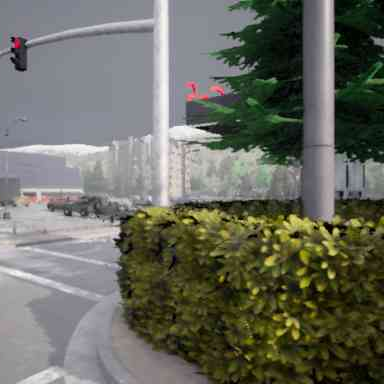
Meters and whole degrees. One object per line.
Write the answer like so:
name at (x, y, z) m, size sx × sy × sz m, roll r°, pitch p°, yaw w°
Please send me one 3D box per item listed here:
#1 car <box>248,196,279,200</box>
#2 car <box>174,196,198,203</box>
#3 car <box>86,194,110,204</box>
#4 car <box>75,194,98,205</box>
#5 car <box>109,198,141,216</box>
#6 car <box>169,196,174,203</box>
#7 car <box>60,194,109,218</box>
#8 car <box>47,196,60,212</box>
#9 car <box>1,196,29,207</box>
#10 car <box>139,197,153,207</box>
car at (12.511, 1.487, 60.369) m, size 5.027 × 1.636 × 2.152 m, roll 0°, pitch 0°, yaw 35°
car at (-0.614, 1.509, 55.177) m, size 3.633 × 1.501 × 1.845 m, roll 0°, pitch 0°, yaw 35°
car at (-17.815, 1.328, 63.004) m, size 4.605 × 1.855 × 1.932 m, roll 0°, pitch 0°, yaw 35°
car at (-19.166, 1.311, 60.398) m, size 3.866 × 1.878 × 1.905 m, roll 0°, pitch 0°, yaw 35°
car at (-7.332, 1.569, 32.443) m, size 3.806 × 1.475 × 1.970 m, roll 0°, pitch 0°, yaw 35°
car at (-2.603, 1.576, 71.323) m, size 3.806 × 1.475 × 1.970 m, roll 0°, pitch 0°, yaw 35°
car at (-9.760, 1.291, 30.090) m, size 3.866 × 1.878 × 1.905 m, roll 0°, pitch 0°, yaw 35°
car at (-14.259, 1.322, 37.334) m, size 4.605 × 1.855 × 1.932 m, roll 0°, pitch 0°, yaw 35°
car at (-26.592, 1.407, 49.980) m, size 5.027 × 1.636 × 2.152 m, roll 0°, pitch 0°, yaw 35°
car at (-6.449, 1.502, 47.064) m, size 4.514 × 1.523 × 2.007 m, roll 0°, pitch 0°, yaw 35°
